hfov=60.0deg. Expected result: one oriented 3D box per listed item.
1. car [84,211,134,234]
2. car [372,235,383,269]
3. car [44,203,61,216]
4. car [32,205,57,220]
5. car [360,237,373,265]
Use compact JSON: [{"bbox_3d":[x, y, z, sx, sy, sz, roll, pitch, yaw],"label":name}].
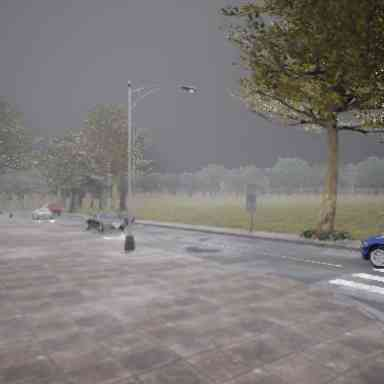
[{"bbox_3d":[-6.598,2.190,24.983,2.128,1.511,4.902,0,-1,-36],"label":"car"},{"bbox_3d":[6.615,1.619,6.477,1.882,1.535,5.008,0,-1,-36],"label":"car"},{"bbox_3d":[-21.903,2.701,51.494,2.150,2.045,5.566,0,-2,-36],"label":"car"},{"bbox_3d":[-19.216,2.780,42.822,1.812,1.442,4.674,0,-2,-35],"label":"car"},{"bbox_3d":[7.731,1.665,9.984,1.882,1.535,5.008,0,-1,-36],"label":"car"}]
